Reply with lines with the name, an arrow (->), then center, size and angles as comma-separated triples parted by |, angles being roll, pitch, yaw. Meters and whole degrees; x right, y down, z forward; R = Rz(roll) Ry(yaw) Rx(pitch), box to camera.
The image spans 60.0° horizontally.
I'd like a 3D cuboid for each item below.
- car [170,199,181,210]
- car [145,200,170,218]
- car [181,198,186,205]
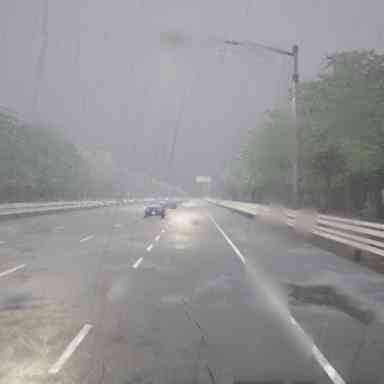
car -> -3.349, 1.979, 52.746 | 2.128, 1.511, 4.902 | 0, -1, 0
car -> -3.443, 1.741, 32.075 | 1.812, 1.442, 4.674 | 0, -1, 0
car -> -3.153, 2.419, 79.941 | 2.033, 1.411, 5.357 | 0, -1, 1
